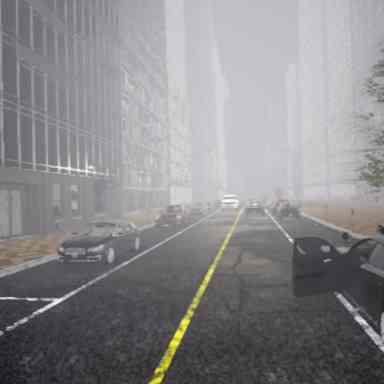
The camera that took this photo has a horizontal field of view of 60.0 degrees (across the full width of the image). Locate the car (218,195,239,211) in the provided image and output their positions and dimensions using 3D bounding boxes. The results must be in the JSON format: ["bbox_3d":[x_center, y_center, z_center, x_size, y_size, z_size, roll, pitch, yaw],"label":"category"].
[{"bbox_3d":[5.081,1.414,44.339,2.150,2.045,5.566,-2,-1,10],"label":"car"}]

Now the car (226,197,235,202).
[{"bbox_3d":[10.533,1.987,90.843,2.008,1.369,4.403,-1,0,10],"label":"car"}]

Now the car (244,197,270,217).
[{"bbox_3d":[6.185,1.577,32.804,2.128,1.511,4.902,-2,-1,10],"label":"car"}]

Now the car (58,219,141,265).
[{"bbox_3d":[-3.239,1.737,12.395,2.008,1.369,4.403,-1,0,10],"label":"car"}]

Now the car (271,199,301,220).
[{"bbox_3d":[7.960,1.549,27.736,2.008,1.369,4.403,-1,0,10],"label":"car"}]

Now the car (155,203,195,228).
[{"bbox_3d":[-1.273,1.659,23.603,1.967,1.590,4.097,-1,0,10],"label":"car"}]

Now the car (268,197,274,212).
[{"bbox_3d":[8.941,1.455,33.339,1.967,1.590,4.097,-1,0,10],"label":"car"}]

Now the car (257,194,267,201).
[{"bbox_3d":[18.775,1.514,89.373,2.192,1.841,5.009,-1,0,10],"label":"car"}]

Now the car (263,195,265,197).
[{"bbox_3d":[11.894,1.618,50.149,2.008,1.369,4.403,-1,0,10],"label":"car"}]

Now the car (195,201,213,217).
[{"bbox_3d":[0.696,1.804,34.809,2.008,1.369,4.403,-1,0,10],"label":"car"}]

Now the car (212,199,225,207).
[{"bbox_3d":[4.631,1.868,57.222,1.887,1.381,4.507,-1,0,10],"label":"car"}]

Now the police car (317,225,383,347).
[{"bbox_3d":[3.760,1.367,5.743,1.930,1.638,5.238,-2,0,10],"label":"police car"}]

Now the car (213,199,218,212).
[{"bbox_3d":[1.679,1.815,40.412,1.887,1.381,4.507,-1,0,10],"label":"car"}]

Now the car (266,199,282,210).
[{"bbox_3d":[10.911,1.631,44.546,1.802,1.307,4.206,-1,0,10],"label":"car"}]

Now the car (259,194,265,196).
[{"bbox_3d":[14.846,1.688,66.958,1.947,1.339,4.313,-1,0,10],"label":"car"}]
